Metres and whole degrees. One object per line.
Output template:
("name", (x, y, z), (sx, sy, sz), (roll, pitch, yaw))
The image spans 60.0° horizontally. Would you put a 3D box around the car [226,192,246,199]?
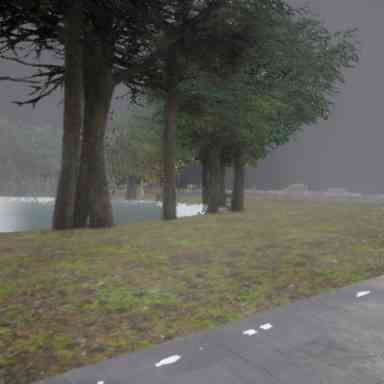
("car", (9.154, 0.757, 69.810), (2.128, 1.511, 4.902), (3, -1, -35))
